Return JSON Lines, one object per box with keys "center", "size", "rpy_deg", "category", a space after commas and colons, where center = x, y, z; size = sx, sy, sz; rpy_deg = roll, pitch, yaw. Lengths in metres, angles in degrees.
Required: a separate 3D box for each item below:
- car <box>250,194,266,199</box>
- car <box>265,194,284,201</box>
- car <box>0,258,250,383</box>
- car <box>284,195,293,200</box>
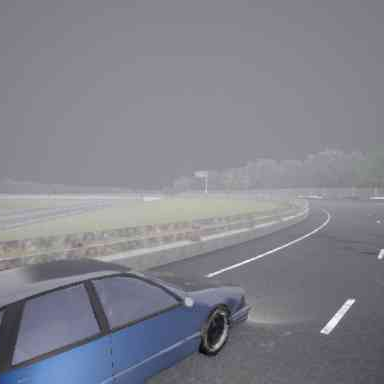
{"center": [18.899, 1.469, 93.546], "size": [1.882, 1.535, 5.008], "rpy_deg": [0, 0, -15], "category": "car"}
{"center": [20.809, 1.549, 83.830], "size": [1.994, 1.385, 4.181], "rpy_deg": [0, 0, -10], "category": "car"}
{"center": [-1.403, 1.548, 3.876], "size": [2.033, 1.411, 5.357], "rpy_deg": [0, 0, 40], "category": "car"}
{"center": [24.117, 1.548, 85.349], "size": [1.994, 1.385, 4.181], "rpy_deg": [0, 0, -10], "category": "car"}
